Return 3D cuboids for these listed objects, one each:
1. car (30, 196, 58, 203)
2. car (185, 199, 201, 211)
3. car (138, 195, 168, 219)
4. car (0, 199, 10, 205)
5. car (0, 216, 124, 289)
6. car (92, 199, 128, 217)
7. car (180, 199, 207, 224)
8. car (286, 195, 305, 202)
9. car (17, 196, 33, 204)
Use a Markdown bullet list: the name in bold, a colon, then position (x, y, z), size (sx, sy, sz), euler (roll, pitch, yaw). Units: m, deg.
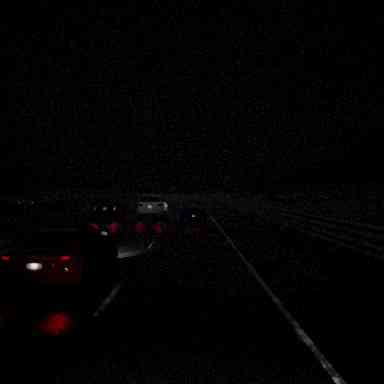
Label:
- **car**: position (-17.583, 1.551, 40.995), size (1.812, 1.442, 4.674), euler (0, 0, 0)
- **car**: position (0.108, 1.588, 42.787), size (1.994, 1.385, 4.181), euler (0, 0, 0)
- **car**: position (-3.406, 1.244, 29.410), size (2.150, 2.045, 5.566), euler (0, 0, 0)
- **car**: position (-24.584, 1.573, 40.979), size (2.033, 1.411, 5.357), euler (0, 0, 0)
- **car**: position (-3.397, 1.574, 9.172), size (1.994, 1.385, 4.181), euler (0, 0, 0)
- **car**: position (-6.895, 1.374, 28.435), size (2.097, 1.767, 4.553), euler (0, 0, 0)
- **car**: position (0.105, 1.498, 25.343), size (1.882, 1.535, 5.008), euler (0, 0, 0)
- **car**: position (18.856, 1.115, 60.338), size (1.812, 1.442, 4.674), euler (0, -2, -16)
- **car**: position (-21.076, 1.378, 43.878), size (2.097, 1.767, 4.553), euler (0, 0, 0)
